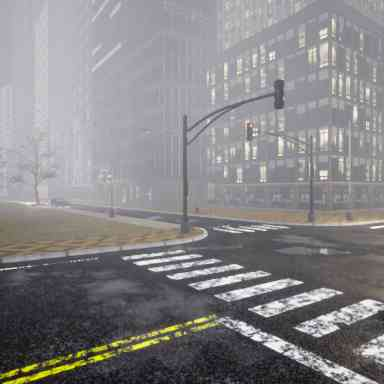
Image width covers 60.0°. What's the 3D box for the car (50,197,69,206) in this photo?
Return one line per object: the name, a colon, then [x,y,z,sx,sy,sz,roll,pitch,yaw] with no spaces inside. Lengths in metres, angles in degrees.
car: [-21.668,1.553,54.255,2.033,1.411,5.357,0,0,-35]
